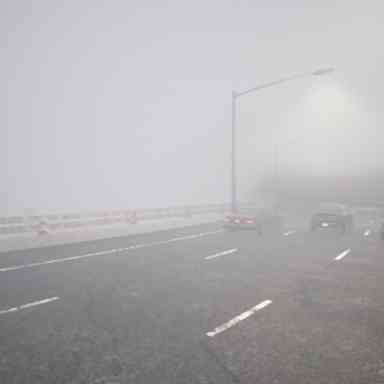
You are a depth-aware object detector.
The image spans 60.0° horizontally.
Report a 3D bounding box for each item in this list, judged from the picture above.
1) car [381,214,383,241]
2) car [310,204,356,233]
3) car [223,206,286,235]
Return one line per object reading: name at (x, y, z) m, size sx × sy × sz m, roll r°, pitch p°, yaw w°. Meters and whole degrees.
car at (10.078, 1.479, 15.763) m, size 1.812 × 1.442 × 4.674 m, roll 0°, pitch 0°, yaw 33°
car at (8.253, 1.445, 19.402) m, size 1.837 × 1.490 × 4.892 m, roll 0°, pitch 0°, yaw 32°
car at (3.609, 1.482, 18.495) m, size 2.033 × 1.411 × 5.357 m, roll 0°, pitch 0°, yaw 33°
